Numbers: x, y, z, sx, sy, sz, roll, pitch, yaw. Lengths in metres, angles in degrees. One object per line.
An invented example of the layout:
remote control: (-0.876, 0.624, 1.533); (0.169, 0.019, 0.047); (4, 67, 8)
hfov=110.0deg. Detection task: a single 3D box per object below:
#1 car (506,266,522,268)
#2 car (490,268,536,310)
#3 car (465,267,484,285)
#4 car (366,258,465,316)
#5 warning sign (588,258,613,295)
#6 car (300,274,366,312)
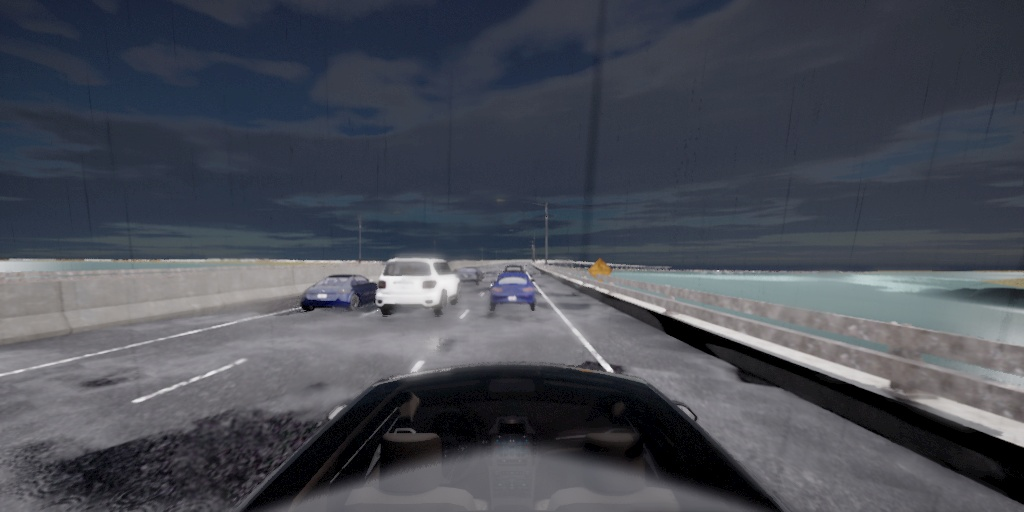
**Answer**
car: (0.158, 1.560, 30.065); (1.837, 1.490, 4.892); (0, 0, 1)
car: (0.055, 1.425, 15.528); (1.812, 1.442, 4.674); (0, 0, 1)
car: (-3.364, 1.591, 29.130); (2.033, 1.411, 5.357); (0, -1, 1)
car: (-3.466, 1.110, 14.225); (2.150, 2.045, 5.566); (0, 0, 1)
warning sign: (4.593, 1.048, 18.606); (1.300, 1.860, 1.060); (0, 0, 0)
car: (-6.947, 1.460, 15.152); (1.994, 1.385, 4.181); (0, -1, 0)
